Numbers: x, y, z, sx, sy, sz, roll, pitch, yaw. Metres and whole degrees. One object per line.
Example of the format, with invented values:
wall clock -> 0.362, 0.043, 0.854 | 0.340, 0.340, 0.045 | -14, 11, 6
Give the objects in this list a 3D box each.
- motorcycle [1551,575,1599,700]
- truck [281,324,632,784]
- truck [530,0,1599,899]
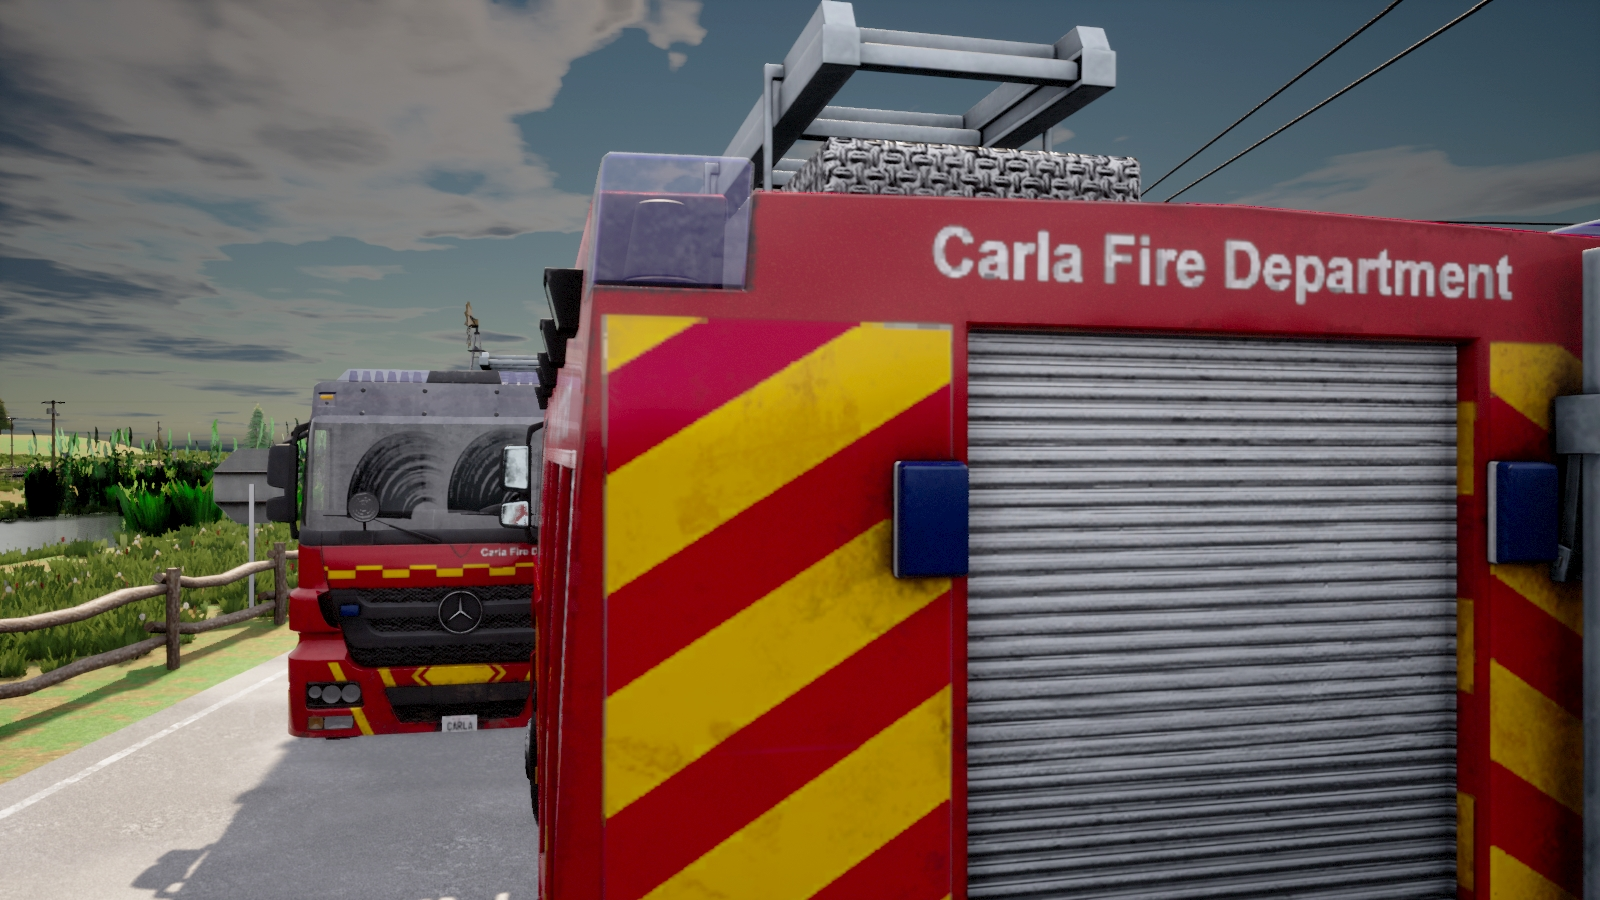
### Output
motorcycle -> 9.815, 2.142, 13.181 | 1.805, 1.316, 0.856 | 0, 0, -7
truck -> -3.885, 0.862, 13.971 | 2.891, 3.827, 8.468 | 0, 0, -13
truck -> -0.129, 0.866, 6.873 | 2.891, 3.827, 8.468 | 0, 0, -13
